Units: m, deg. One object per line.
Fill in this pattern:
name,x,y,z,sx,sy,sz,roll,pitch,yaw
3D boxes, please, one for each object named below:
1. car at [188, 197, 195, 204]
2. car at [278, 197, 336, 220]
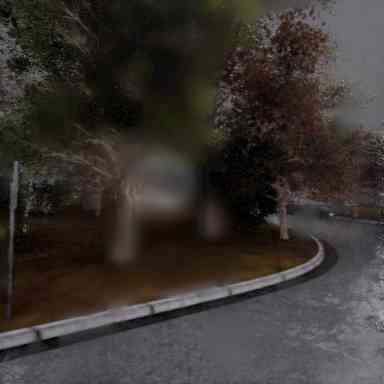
car,1.362,0.802,28.236,1.895,1.301,4.718,2,1,-35
car,8.055,1.132,24.318,1.837,1.490,4.892,2,2,-32
